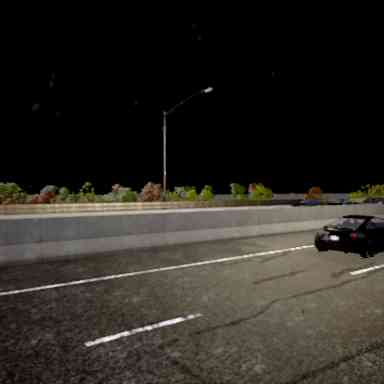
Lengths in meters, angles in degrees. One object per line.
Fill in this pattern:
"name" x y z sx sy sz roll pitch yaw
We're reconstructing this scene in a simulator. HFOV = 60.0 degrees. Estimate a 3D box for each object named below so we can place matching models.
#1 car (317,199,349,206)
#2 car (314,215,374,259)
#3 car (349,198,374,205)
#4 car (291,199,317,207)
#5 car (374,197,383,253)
"car" 16.778 1.516 37.416 4.902 1.511 2.128 0 0 -35
"car" 6.590 1.574 12.737 4.181 1.385 1.994 0 0 -35
"car" 18.793 1.377 34.555 4.553 1.767 2.097 0 0 -35
"car" 14.214 1.572 39.889 5.357 1.411 2.033 0 0 -35
"car" 7.525 1.230 9.106 5.566 2.045 2.150 0 0 -35
